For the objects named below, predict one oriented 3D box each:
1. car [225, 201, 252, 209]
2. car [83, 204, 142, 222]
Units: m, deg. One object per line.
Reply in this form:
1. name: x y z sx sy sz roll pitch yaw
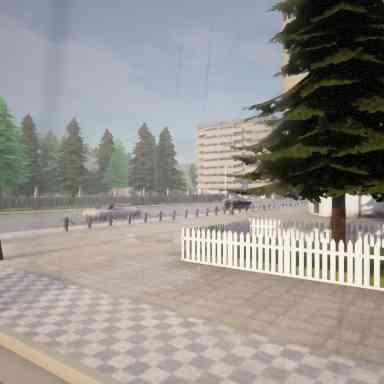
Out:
1. car: 6.225 1.477 43.751 1.882 1.535 5.008 0 0 36
2. car: -6.152 1.601 26.463 1.895 1.301 4.718 0 0 36
